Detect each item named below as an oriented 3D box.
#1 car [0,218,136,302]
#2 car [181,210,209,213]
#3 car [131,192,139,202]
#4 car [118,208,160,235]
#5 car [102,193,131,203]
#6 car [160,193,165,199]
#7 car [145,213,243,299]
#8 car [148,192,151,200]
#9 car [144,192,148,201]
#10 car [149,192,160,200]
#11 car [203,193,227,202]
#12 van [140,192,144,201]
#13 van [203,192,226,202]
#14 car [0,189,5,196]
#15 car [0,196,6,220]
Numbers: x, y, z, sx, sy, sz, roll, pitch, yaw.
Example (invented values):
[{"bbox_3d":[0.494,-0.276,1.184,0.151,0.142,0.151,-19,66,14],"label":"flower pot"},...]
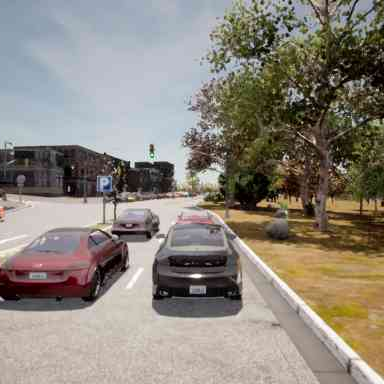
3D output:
[{"bbox_3d":[-2.900,1.574,8.374,1.994,1.385,4.181,0,0,1],"label":"car"},{"bbox_3d":[0.162,1.625,17.787,1.895,1.301,4.718,0,0,1],"label":"car"},{"bbox_3d":[-13.790,1.315,65.739,5.366,1.575,1.946,-1,0,-15],"label":"car"},{"bbox_3d":[-2.841,1.572,17.639,2.033,1.411,5.357,0,0,1],"label":"car"},{"bbox_3d":[-14.436,1.358,62.747,4.792,1.488,2.163,-1,0,-15],"label":"car"},{"bbox_3d":[-10.990,1.064,89.687,5.566,2.045,2.435,-1,0,-12],"label":"car"},{"bbox_3d":[0.110,1.515,8.420,1.837,1.490,4.892,0,0,0],"label":"car"},{"bbox_3d":[-12.629,1.359,77.698,4.674,1.452,2.002,-1,0,-13],"label":"car"},{"bbox_3d":[-13.002,1.321,74.702,4.892,1.521,2.231,-1,0,-14],"label":"car"},{"bbox_3d":[-11.441,1.357,86.681,4.674,1.452,2.002,-1,0,-12],"label":"car"},{"bbox_3d":[4.676,1.141,68.309,4.553,1.767,2.185,1,0,-14],"label":"car"},{"bbox_3d":[-13.231,1.093,71.731,4.442,1.987,1.878,-1,0,-14],"label":"van"},{"bbox_3d":[4.292,1.042,65.339,4.442,1.987,1.878,1,0,-14],"label":"van"},{"bbox_3d":[-31.158,0.137,53.618,2.002,1.452,4.674,6,-3,-19],"label":"car"},{"bbox_3d":[-16.624,1.403,24.941,4.553,1.767,2.185,-1,0,-19],"label":"car"}]
